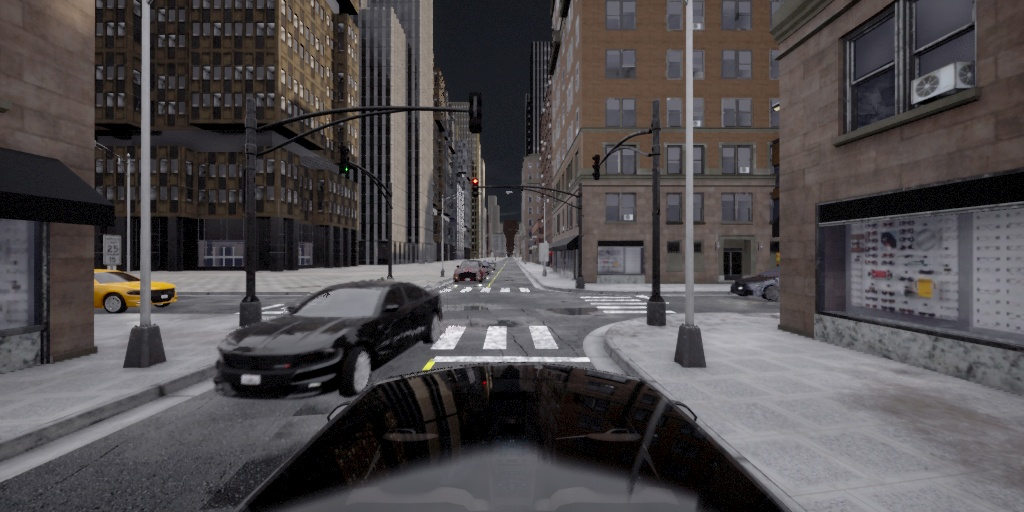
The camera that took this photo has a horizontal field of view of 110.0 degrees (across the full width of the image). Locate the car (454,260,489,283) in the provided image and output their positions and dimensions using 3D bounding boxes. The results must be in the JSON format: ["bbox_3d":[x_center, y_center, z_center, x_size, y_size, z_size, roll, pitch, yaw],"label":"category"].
[{"bbox_3d":[-3.156,1.103,27.828,2.097,1.767,4.553,0,0,0],"label":"car"}]

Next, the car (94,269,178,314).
[{"bbox_3d":[-15.368,1.232,13.261,5.008,1.535,1.882,0,0,0],"label":"car"}]

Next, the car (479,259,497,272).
[{"bbox_3d":[-3.183,1.243,48.505,2.128,1.511,4.902,0,0,0],"label":"car"}]

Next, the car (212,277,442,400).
[{"bbox_3d":[-2.864,1.227,6.836,1.882,1.535,5.008,-1,0,7],"label":"car"}]

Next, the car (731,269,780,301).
[{"bbox_3d":[12.628,1.314,16.703,4.181,1.385,1.994,0,0,-1],"label":"car"}]

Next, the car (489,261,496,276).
[{"bbox_3d":[-3.171,1.299,38.087,2.033,1.411,5.357,0,0,0],"label":"car"}]
